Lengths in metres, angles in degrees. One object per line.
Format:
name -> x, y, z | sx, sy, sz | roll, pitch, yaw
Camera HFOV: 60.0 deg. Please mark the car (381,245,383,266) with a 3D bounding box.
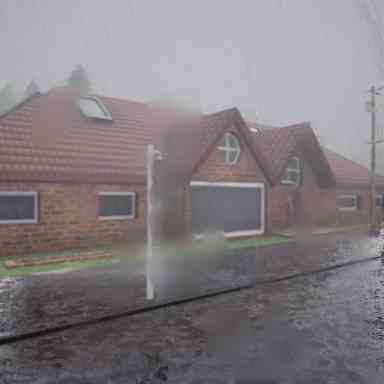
car -> 7.560, 1.557, 9.969 | 4.902, 1.511, 2.128 | 0, 0, -35
